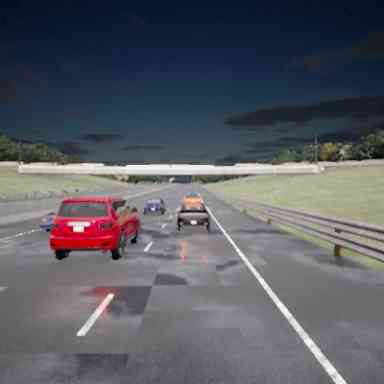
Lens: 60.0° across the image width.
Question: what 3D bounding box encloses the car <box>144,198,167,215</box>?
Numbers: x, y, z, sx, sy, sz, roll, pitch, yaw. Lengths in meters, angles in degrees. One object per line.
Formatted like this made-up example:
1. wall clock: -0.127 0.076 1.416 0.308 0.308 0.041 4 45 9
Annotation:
1. car: -3.408 1.299 31.390 1.812 1.442 4.674 0 1 0

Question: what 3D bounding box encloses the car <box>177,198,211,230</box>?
1. car: 0.095 1.382 20.226 2.128 1.511 4.902 0 1 0

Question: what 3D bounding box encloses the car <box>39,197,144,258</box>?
1. car: -3.403 1.183 12.670 2.150 2.045 5.566 0 0 0

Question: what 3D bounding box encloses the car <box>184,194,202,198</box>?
1. car: 0.090 1.029 38.691 2.097 1.767 4.553 0 1 0

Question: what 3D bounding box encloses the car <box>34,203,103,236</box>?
1. car: -6.904 1.447 19.359 2.033 1.411 5.357 0 1 0
